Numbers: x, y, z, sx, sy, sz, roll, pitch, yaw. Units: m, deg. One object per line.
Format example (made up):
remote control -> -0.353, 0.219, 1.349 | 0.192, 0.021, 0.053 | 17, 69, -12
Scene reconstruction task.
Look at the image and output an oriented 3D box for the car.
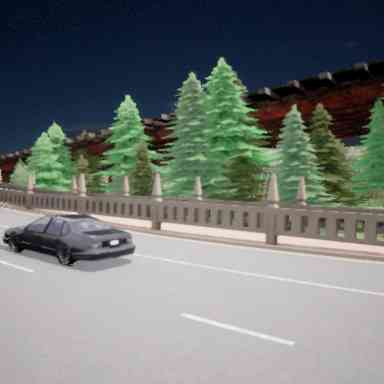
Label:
car -> -4.312, 1.460, 11.301 | 5.357, 1.411, 2.033 | 2, 1, 36
